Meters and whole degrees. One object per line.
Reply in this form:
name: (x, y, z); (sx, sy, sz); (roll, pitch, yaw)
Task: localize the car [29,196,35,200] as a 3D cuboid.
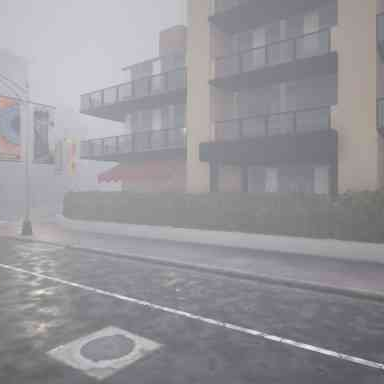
car: (-36.054, 1.481, 72.144); (4.892, 1.521, 2.231); (0, 0, 36)
